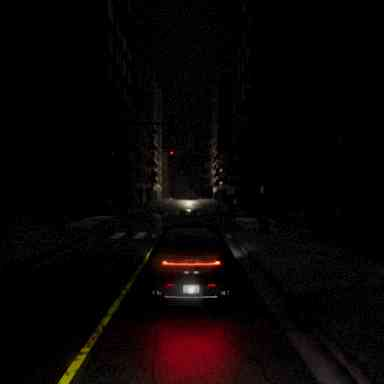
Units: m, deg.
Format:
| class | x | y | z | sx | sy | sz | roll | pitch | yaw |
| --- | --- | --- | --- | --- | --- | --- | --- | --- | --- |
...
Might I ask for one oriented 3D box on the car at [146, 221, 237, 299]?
| class | x | y | z | sx | sy | sz | roll | pitch | yaw |
| --- | --- | --- | --- | --- | --- | --- | --- | --- | --- |
| car | -0.017 | 1.503 | 8.412 | 1.837 | 1.490 | 4.892 | 0 | 0 | 0 |
